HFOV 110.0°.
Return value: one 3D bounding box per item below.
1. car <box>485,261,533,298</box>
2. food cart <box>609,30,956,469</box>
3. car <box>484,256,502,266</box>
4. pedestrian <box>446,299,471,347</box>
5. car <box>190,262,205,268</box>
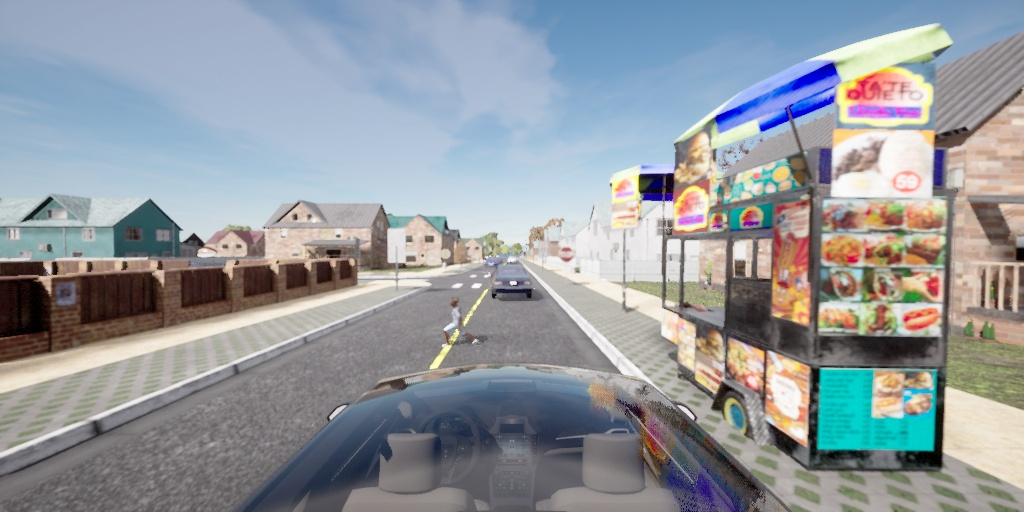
[{"bbox_3d":[-0.144,1.143,17.381,2.033,1.411,5.357,0,1,-4],"label":"car"},{"bbox_3d":[3.012,0.181,4.890,2.280,3.560,4.660,0,0,0],"label":"food cart"},{"bbox_3d":[-2.771,0.851,49.989,1.812,1.442,4.674,0,1,0],"label":"car"},{"bbox_3d":[-1.157,0.982,7.706,0.375,1.860,0.375,-1,1,0],"label":"pedestrian"},{"bbox_3d":[-24.549,1.158,26.372,4.181,1.385,1.994,0,1,-1],"label":"car"}]
